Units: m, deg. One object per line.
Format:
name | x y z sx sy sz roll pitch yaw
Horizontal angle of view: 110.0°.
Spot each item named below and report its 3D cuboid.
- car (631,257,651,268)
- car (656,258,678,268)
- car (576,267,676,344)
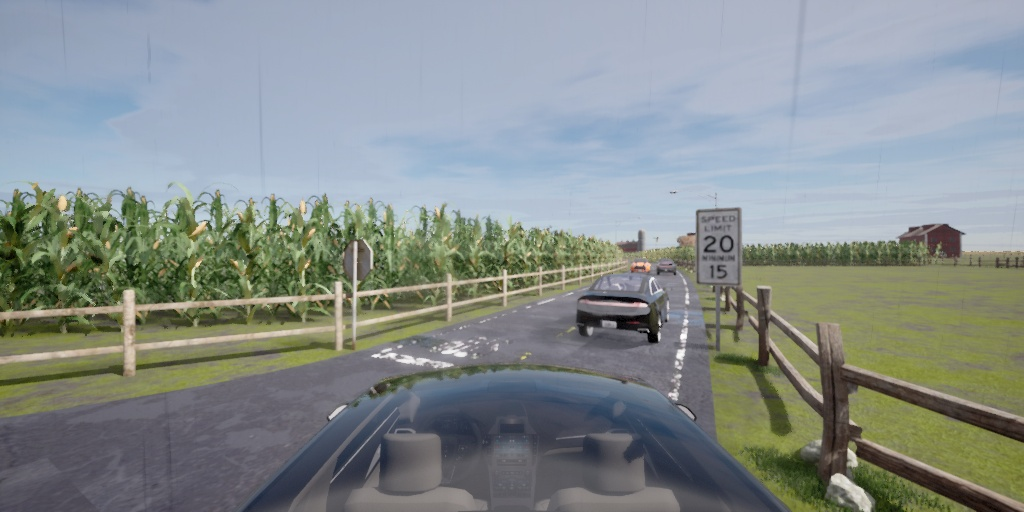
car | 15.433 1.068 42.908 2.097 1.767 4.553 0 0 22
car | 16.257 1.216 37.710 2.128 1.511 4.902 0 0 24
car | 3.171 1.237 9.776 2.128 1.511 4.902 0 0 27
